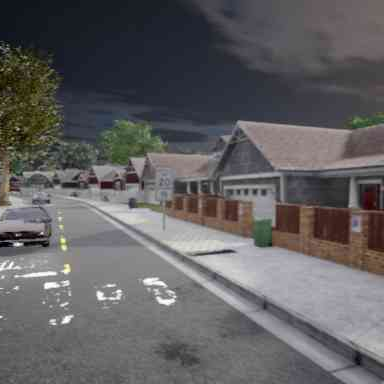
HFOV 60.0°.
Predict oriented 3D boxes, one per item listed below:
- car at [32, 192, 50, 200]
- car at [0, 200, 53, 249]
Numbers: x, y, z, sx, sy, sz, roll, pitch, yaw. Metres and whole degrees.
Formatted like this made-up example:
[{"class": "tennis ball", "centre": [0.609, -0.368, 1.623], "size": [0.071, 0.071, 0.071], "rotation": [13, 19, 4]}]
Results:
[{"class": "car", "centre": [-18.268, 0.708, 40.324], "size": [1.812, 1.442, 4.674], "rotation": [0, 1, -26]}, {"class": "car", "centre": [-6.628, 1.267, 13.267], "size": [2.033, 1.411, 5.357], "rotation": [0, 1, -22]}]
